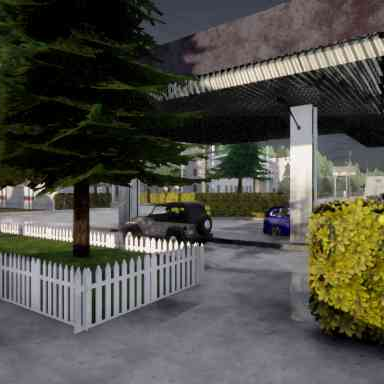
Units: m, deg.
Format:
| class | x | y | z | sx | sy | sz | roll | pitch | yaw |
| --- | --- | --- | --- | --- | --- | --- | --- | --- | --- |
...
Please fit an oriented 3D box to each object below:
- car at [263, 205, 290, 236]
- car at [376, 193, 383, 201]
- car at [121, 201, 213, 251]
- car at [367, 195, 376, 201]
| class | x | y | z | sx | sy | sz | roll | pitch | yaw |
| --- | --- | --- | --- | --- | --- | --- | --- | --- | --- |
| car | 5.787 | 1.480 | 16.009 | 4.611 | 1.667 | 2.242 | 0 | 0 | 35 |
| car | 25.742 | 1.077 | 43.543 | 1.905 | 1.878 | 3.866 | 0 | 0 | 35 |
| car | -1.014 | 1.313 | 13.860 | 3.866 | 1.878 | 1.905 | 0 | 0 | 35 |
| car | 33.007 | 1.298 | 60.284 | 2.007 | 1.523 | 4.514 | 0 | 0 | 35 |
